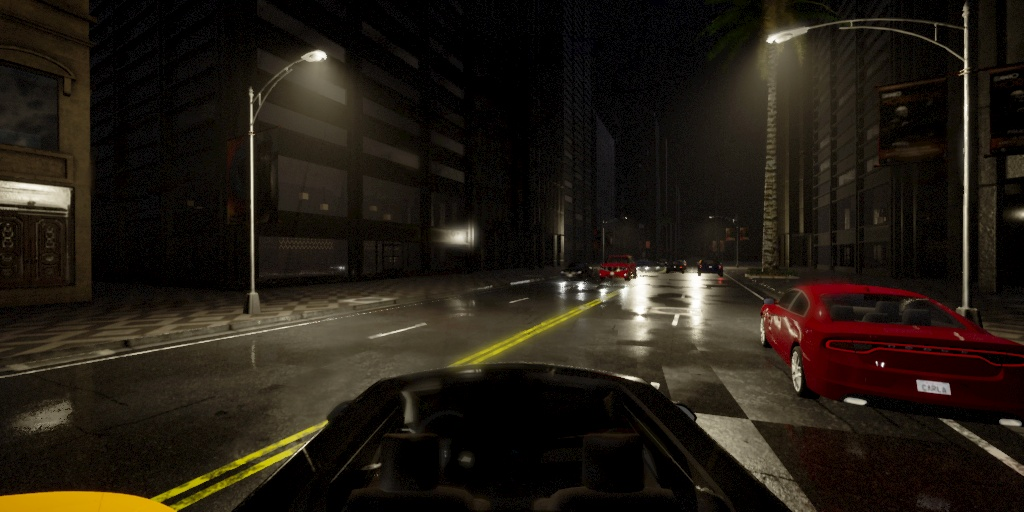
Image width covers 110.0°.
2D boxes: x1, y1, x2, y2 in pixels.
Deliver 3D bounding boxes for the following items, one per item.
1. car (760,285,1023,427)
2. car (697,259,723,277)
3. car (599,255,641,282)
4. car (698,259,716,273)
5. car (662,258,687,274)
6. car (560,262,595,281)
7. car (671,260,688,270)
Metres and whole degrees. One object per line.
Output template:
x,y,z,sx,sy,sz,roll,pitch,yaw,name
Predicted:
5.515,1.208,5.928,1.882,1.535,5.008,0,0,27,car
19.294,1.035,35.002,2.097,1.767,4.553,0,0,27,car
8.657,0.938,28.940,2.150,2.045,5.566,0,0,27,car
23.723,1.149,43.726,1.882,1.535,5.008,0,0,28,car
18.596,1.233,40.707,2.033,1.411,5.357,0,0,27,car
5.565,1.251,30.003,1.812,1.442,4.674,0,0,27,car
23.545,1.275,50.322,1.895,1.301,4.718,0,0,27,car
